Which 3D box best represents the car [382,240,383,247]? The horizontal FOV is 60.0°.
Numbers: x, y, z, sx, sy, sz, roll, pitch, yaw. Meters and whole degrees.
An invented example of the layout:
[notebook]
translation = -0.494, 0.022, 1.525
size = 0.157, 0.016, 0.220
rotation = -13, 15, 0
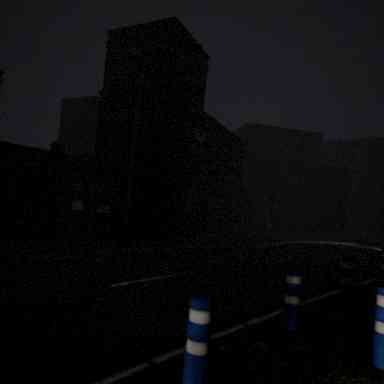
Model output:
[car]
translation = 18.371, 4.257, 27.547
size = 4.892, 1.490, 1.837
rotation = 5, -6, -2
